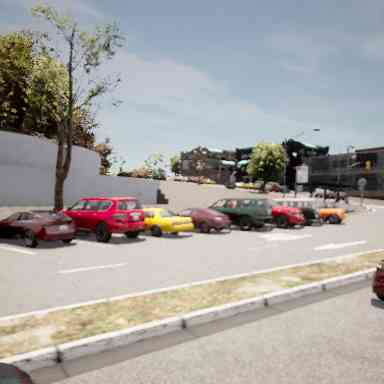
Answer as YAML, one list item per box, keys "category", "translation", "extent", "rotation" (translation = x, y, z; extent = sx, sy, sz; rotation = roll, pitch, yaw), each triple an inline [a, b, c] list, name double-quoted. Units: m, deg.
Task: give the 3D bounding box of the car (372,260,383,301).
- category: "car"
  translation: [5.806, 1.667, 7.265]
  extent: [4.181, 1.385, 1.994]
  rotation: [1, -1, -35]

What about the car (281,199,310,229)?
- category: "car"
  translation: [5.084, 1.452, 23.742]
  extent: [5.566, 2.045, 2.435]
  rotation: [-1, -2, 35]

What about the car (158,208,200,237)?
- category: "car"
  translation: [-2.465, 1.593, 18.651]
  extent: [5.366, 1.575, 1.946]
  rotation: [-1, -1, 35]

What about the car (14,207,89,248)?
- category: "car"
  translation: [-7.229, 1.552, 15.078]
  extent: [4.792, 1.488, 2.163]
  rotation: [-1, -1, 35]

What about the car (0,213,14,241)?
- category: "car"
  translation: [-9.648, 1.490, 13.332]
  extent: [4.892, 1.521, 2.231]
  rotation: [-1, -2, 35]

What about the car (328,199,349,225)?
- category: "car"
  translation: [10.030, 1.651, 27.162]
  extent: [4.553, 1.767, 2.185]
  rotation: [-1, -1, 35]

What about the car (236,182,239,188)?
- category: "car"
  translation: [11.151, -1.493, 75.418]
  extent: [2.002, 1.452, 4.674]
  rotation: [8, 3, 35]

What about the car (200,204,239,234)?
- category: "car"
  translation: [0.141, 1.671, 20.278]
  extent: [4.674, 1.452, 2.002]
  rotation: [-1, -1, 35]

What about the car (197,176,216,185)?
- category: "car"
  translation: [4.313, -2.623, 85.397]
  extent: [1.946, 1.575, 5.366]
  rotation: [7, 3, 34]

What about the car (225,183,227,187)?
- category: "car"
  translation: [9.411, -1.767, 77.882]
  extent: [2.002, 1.452, 4.674]
  rotation: [7, 3, 35]

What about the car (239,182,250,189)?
- category: "car"
  translation: [12.981, -1.260, 73.096]
  extent: [1.946, 1.575, 5.366]
  rotation: [7, 3, 35]

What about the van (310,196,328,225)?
- category: "van"
  translation: [7.622, 1.514, 25.412]
  extent: [4.442, 1.987, 1.878]
  rotation: [-1, -2, 35]

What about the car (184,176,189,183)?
- category: "car"
  translation: [0.673, -3.300, 90.126]
  extent: [2.185, 1.767, 4.553]
  rotation: [6, 2, 34]

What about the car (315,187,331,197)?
- category: "car"
  translation: [23.243, 0.122, 58.137]
  extent: [2.435, 2.045, 5.566]
  rotation: [7, 3, 35]

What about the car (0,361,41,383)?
- category: "car"
  translation: [-2.960, 1.484, 1.019]
  extent: [4.892, 1.490, 1.837]
  rotation: [1, 0, -36]

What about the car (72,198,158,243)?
- category: "car"
  translation: [-4.782, 1.308, 16.825]
  extent: [5.566, 2.045, 2.435]
  rotation: [-1, -1, 35]

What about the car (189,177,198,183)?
- category: "car"
  translation: [2.466, -3.148, 87.659]
  extent: [2.435, 2.045, 5.566]
  rotation: [7, 3, 34]

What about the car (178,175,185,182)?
- category: "car"
  translation: [-1.055, -3.534, 92.598]
  extent: [2.185, 1.767, 4.553]
  rotation: [4, 0, 33]

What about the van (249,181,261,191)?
- category: "van"
  translation: [14.555, -1.215, 70.365]
  extent: [1.878, 1.987, 4.442]
  rotation: [8, 3, 35]

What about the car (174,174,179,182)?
- category: "car"
  translation: [-2.824, -3.812, 94.947]
  extent: [2.435, 2.045, 5.566]
  rotation: [1, -2, 34]

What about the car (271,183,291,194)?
- category: "car"
  translation: [18.037, -0.443, 65.526]
  extent: [2.231, 1.521, 4.892]
  rotation: [7, 3, 35]

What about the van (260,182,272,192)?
- category: "van"
  translation: [16.282, -0.943, 67.892]
  extent: [1.878, 1.987, 4.442]
  rotation: [8, 3, 35]

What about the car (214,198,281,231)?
- category: "car"
  translation: [2.571, 1.416, 22.037]
  extent: [5.566, 2.045, 2.435]
  rotation: [-1, -1, 35]

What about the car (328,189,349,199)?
- category: "car"
  translation: [24.929, 0.684, 55.662]
  extent: [2.002, 1.452, 4.674]
  rotation: [7, 3, 35]
